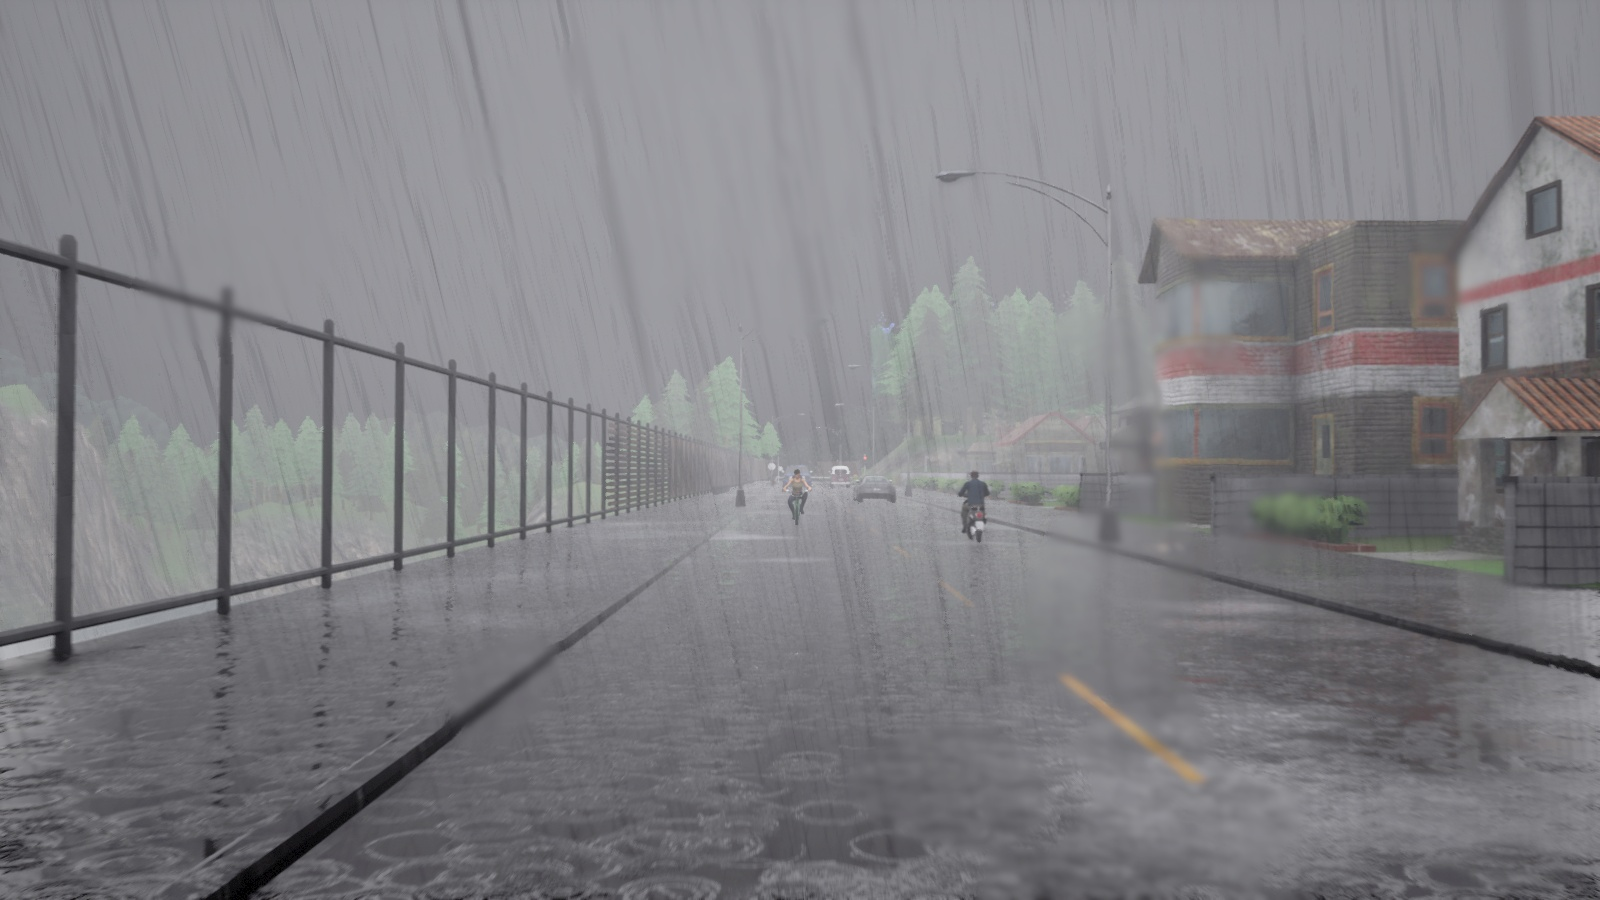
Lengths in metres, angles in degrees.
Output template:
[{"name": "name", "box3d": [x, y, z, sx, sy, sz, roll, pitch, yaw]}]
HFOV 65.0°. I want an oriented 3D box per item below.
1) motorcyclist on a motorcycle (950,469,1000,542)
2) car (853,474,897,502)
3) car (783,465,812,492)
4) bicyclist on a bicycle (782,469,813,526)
[{"name": "motorcyclist on a motorcycle", "box3d": [3.944, 1.229, 28.492, 0.866, 1.590, 1.817, 0, -1, 0]}, {"name": "car", "box3d": [3.858, 1.951, 65.015, 1.994, 1.385, 4.181, 0, -1, 0]}, {"name": "car", "box3d": [-0.213, 2.171, 97.742, 2.150, 2.045, 5.566, 0, -1, 0]}, {"name": "bicyclist on a bicycle", "box3d": [-0.072, 1.356, 36.122, 0.866, 1.612, 1.509, 0, -1, 0]}]
